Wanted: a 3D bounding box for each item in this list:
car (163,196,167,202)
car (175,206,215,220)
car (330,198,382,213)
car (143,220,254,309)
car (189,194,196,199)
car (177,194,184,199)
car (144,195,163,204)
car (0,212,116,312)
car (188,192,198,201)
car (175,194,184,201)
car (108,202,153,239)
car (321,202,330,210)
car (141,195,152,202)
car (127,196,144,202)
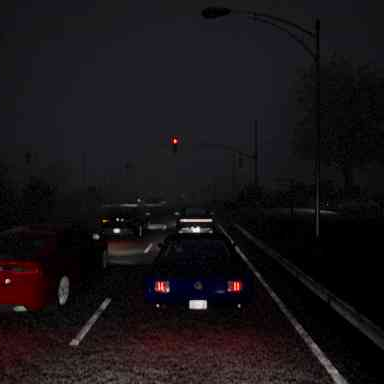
[{"bbox_3d":[-6.820,1.509,74.759,1.895,1.301,4.718,0,0,0],"label":"car"},{"bbox_3d":[0.150,1.472,17.040,2.128,1.511,4.902,0,0,-1],"label":"car"},{"bbox_3d":[17.870,1.482,35.913,4.674,1.442,1.812,0,0,3],"label":"car"},{"bbox_3d":[0.118,1.592,7.778,1.895,1.301,4.718,0,0,0],"label":"car"},{"bbox_3d":[0.273,1.293,95.041,1.994,1.385,4.181,0,0,1],"label":"car"},{"bbox_3d":[-3.226,1.219,95.071,1.882,1.535,5.008,0,0,1],"label":"car"},{"bbox_3d":[-6.916,1.495,59.736,1.994,1.385,4.181,0,0,1],"label":"car"},{"bbox_3d":[-3.383,1.468,7.805,1.882,1.535,5.008,0,0,0],"label":"car"},{"bbox_3d":[0.208,1.120,84.683,2.150,2.045,5.566,0,0,0],"label":"car"},{"bbox_3d":[-3.292,1.435,84.662,2.033,1.411,5.357,0,0,0],"label":"car"},{"bbox_3d":[-3.359,1.485,17.302,1.837,1.490,4.892,0,0,0],"label":"car"},{"bbox_3d":[17.847,1.458,39.420,4.892,1.490,1.837,0,0,3],"label":"car"},{"bbox_3d":[-10.320,1.438,74.956,1.812,1.442,4.674,0,0,0],"label":"car"},{"bbox_3d":[-10.416,1.423,59.917,2.128,1.511,4.902,0,0,1],"label":"car"}]
